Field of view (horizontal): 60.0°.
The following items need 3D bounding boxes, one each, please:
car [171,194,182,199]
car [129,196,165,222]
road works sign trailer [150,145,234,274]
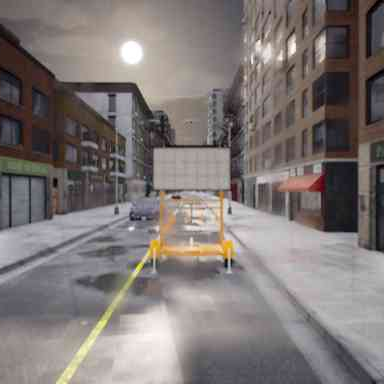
[{"bbox_3d":[-3.078,0.989,65.959,1.895,1.301,4.718,0,1,0],"label":"car"},{"bbox_3d":[-3.120,1.121,23.832,2.097,1.767,4.553,0,1,0],"label":"car"},{"bbox_3d":[-0.008,0.363,10.210,2.380,3.560,2.880,0,1,0],"label":"road works sign trailer"}]
